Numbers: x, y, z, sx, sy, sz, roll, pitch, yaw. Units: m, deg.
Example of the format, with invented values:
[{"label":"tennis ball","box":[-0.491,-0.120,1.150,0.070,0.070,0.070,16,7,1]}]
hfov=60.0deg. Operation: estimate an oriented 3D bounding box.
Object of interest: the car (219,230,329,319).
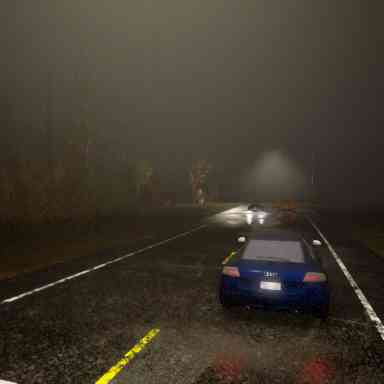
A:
[{"label":"car","box":[1.938,1.563,7.569,1.994,1.385,4.181,0,0,17]}]

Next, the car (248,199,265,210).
[{"label":"car","box":[8.210,1.616,42.349,1.895,1.301,4.718,0,0,14]}]

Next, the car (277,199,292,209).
[{"label":"car","box":[13.075,1.628,47.363,1.895,1.301,4.718,0,0,13]}]

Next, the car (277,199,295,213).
[{"label":"car","box":[10.630,1.486,37.604,1.882,1.535,5.008,0,0,15]}]
